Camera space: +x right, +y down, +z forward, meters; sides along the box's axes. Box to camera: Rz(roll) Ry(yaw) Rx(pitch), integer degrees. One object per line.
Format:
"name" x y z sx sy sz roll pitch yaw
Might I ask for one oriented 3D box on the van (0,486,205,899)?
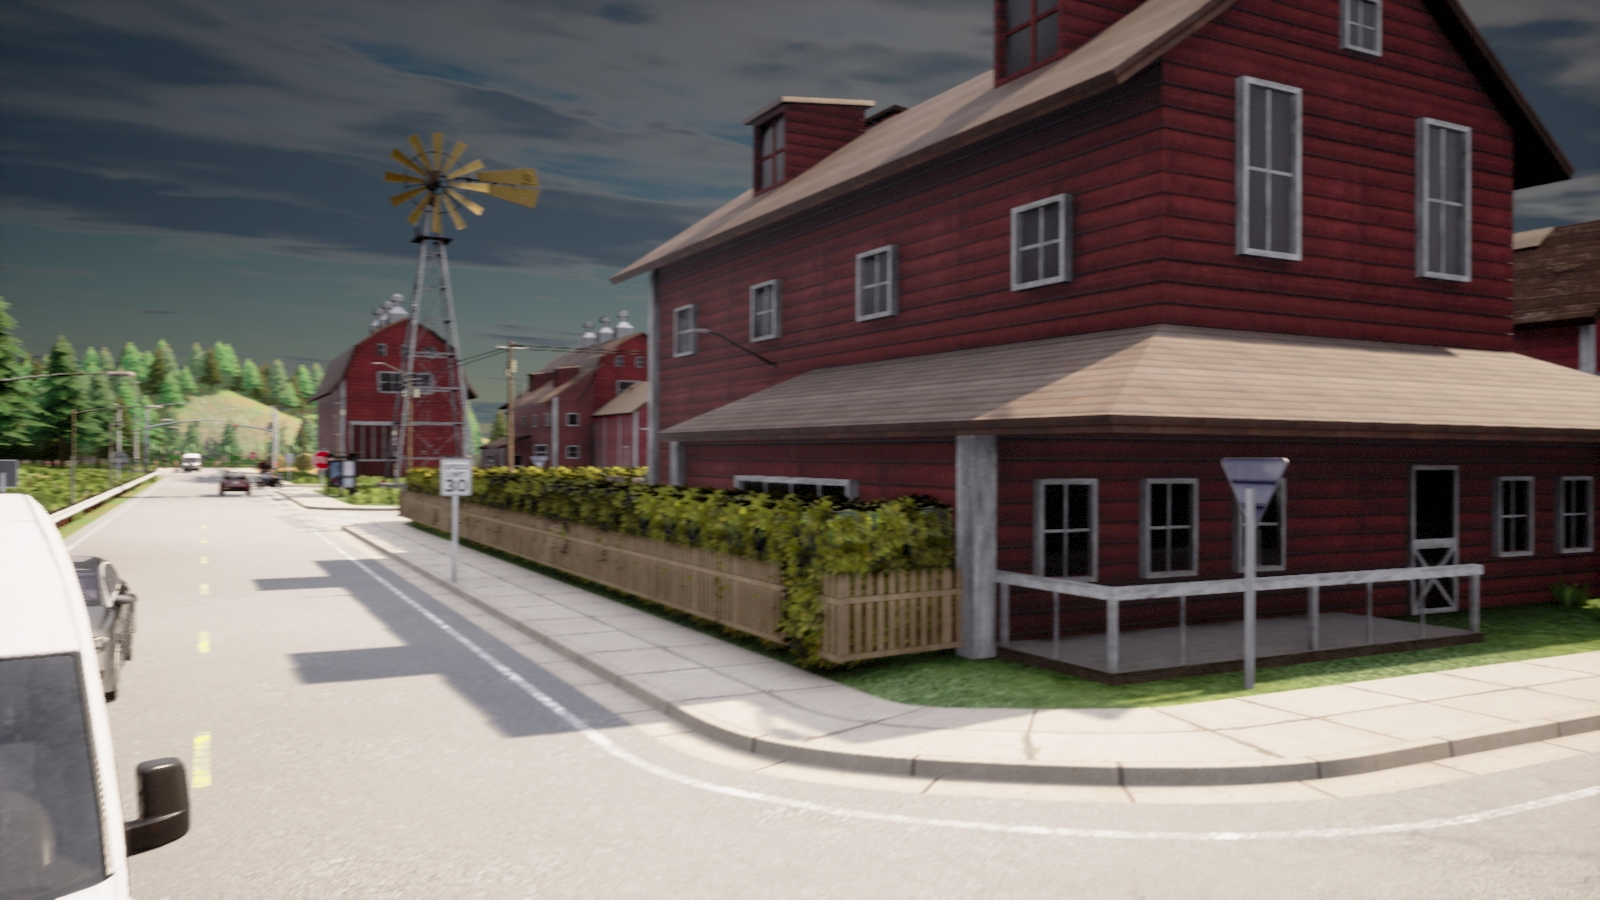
"van" -4.141 1.525 4.968 1.988 2.561 5.915 0 0 -35

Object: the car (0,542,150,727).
"car" -9.211 2.070 13.840 2.128 1.511 4.902 1 0 -28
